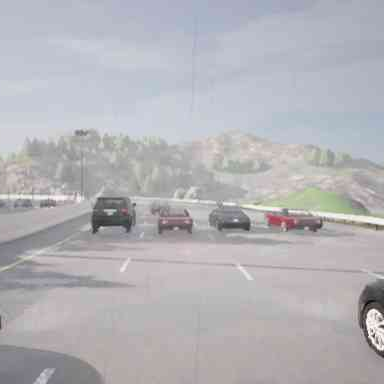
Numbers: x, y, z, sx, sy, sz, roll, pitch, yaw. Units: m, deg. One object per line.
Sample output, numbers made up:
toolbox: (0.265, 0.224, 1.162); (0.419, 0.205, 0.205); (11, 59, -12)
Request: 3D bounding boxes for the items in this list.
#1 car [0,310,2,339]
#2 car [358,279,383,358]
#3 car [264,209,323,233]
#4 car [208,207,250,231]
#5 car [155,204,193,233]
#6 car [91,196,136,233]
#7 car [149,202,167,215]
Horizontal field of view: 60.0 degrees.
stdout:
car: (-3.509, 1.509, 2.627); (1.837, 1.490, 4.892); (0, 0, -1)
car: (3.474, 1.510, 3.145); (1.837, 1.490, 4.892); (0, 0, -1)
car: (5.920, 1.639, 20.071); (1.895, 1.301, 4.718); (0, 0, -6)
car: (2.266, 1.604, 21.041); (1.994, 1.385, 4.181); (0, 0, -6)
car: (-1.090, 1.638, 19.823); (1.895, 1.301, 4.718); (0, 0, -6)
car: (-4.665, 1.259, 20.302); (2.150, 2.045, 5.566); (0, 0, -6)
car: (-3.494, 1.668, 35.577); (1.895, 1.301, 4.718); (0, 0, -11)
